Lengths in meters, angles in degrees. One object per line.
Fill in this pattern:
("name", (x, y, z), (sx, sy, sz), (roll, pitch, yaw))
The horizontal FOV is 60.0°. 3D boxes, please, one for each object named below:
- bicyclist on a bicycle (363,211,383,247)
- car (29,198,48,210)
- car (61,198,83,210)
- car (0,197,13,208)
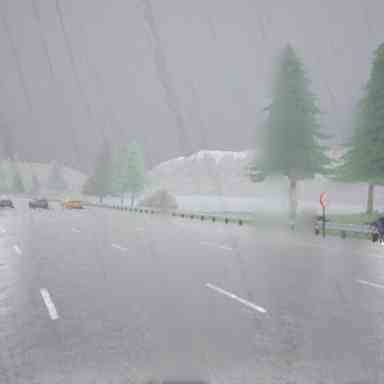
("bicyclist on a bicycle", (8.049, 1.563, 14.074), (1.620, 1.656, 0.582), (-4, -3, -43))
("car", (-19.912, 1.459, 43.127), (2.128, 1.511, 4.902), (0, 0, -33))
("car", (-15.394, 1.448, 42.565), (1.882, 1.535, 5.008), (0, 0, -33))
("car", (-26.238, 1.493, 46.470), (1.812, 1.442, 4.674), (0, 0, -33))
